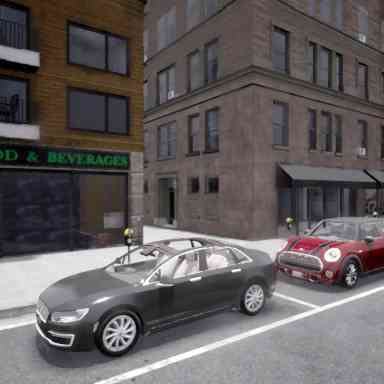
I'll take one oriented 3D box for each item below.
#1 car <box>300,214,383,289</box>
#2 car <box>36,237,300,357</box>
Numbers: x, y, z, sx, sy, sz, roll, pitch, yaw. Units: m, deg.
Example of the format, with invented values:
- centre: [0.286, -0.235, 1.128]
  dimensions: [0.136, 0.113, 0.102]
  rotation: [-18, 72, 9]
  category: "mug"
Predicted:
- centre: [4.142, 1.444, 9.114]
  dimensions: [4.097, 1.590, 1.967]
  rotation: [0, 0, -35]
  category: "car"
- centre: [-0.361, 1.552, 5.923]
  dimensions: [4.403, 1.369, 2.008]
  rotation: [0, 0, -35]
  category: "car"
